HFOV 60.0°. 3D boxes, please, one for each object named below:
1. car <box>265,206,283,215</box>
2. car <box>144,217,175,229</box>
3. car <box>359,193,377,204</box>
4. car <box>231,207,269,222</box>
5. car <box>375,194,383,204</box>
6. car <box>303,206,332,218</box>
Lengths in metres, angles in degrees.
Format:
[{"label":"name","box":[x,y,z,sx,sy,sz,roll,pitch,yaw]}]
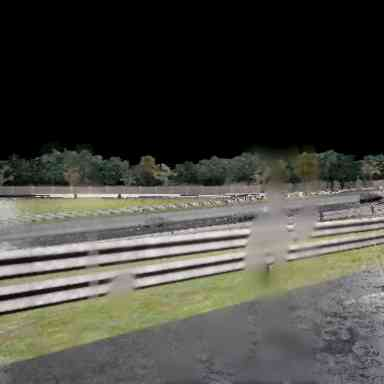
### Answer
[{"label":"car","box":[12.373,2.986,53.188,4.674,1.442,1.812,-4,2,-28]},{"label":"car","box":[-4.361,3.991,44.316,4.181,1.385,1.994,-4,2,-28]},{"label":"car","box":[35.330,1.226,65.358,5.566,2.045,2.150,-4,2,-28]},{"label":"car","box":[7.853,3.368,46.829,4.902,1.511,2.128,-4,2,-28]},{"label":"car","box":[36.943,1.579,62.254,4.181,1.385,1.994,-4,2,-28]},{"label":"car","box":[18.310,2.831,48.413,4.892,1.490,1.837,-4,2,-28]}]
